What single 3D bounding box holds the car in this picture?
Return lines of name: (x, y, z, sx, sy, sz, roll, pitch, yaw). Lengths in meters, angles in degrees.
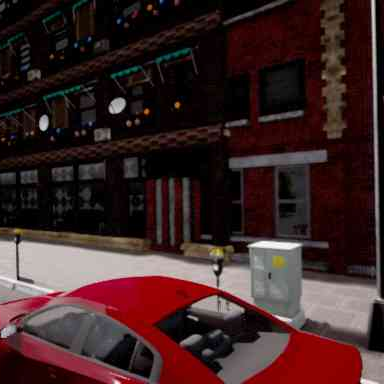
car: (-0.709, 1.568, 3.396, 4.507, 1.381, 1.887, -1, -1, 36)
